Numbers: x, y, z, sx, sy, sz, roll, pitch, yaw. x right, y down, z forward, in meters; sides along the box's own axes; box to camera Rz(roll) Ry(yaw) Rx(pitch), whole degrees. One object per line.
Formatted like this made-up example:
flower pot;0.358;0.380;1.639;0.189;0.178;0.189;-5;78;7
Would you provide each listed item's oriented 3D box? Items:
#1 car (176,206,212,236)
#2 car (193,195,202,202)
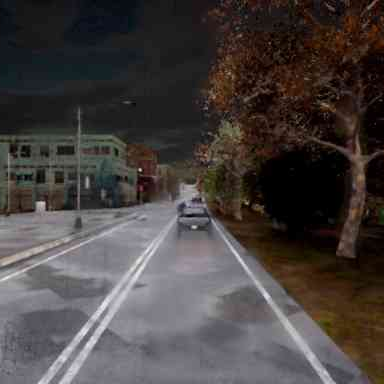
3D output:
car;0.121;1.579;19.206;2.128;1.511;4.902;0;0;0
car;1.480;1.627;86.390;2.097;1.767;4.553;0;0;2
